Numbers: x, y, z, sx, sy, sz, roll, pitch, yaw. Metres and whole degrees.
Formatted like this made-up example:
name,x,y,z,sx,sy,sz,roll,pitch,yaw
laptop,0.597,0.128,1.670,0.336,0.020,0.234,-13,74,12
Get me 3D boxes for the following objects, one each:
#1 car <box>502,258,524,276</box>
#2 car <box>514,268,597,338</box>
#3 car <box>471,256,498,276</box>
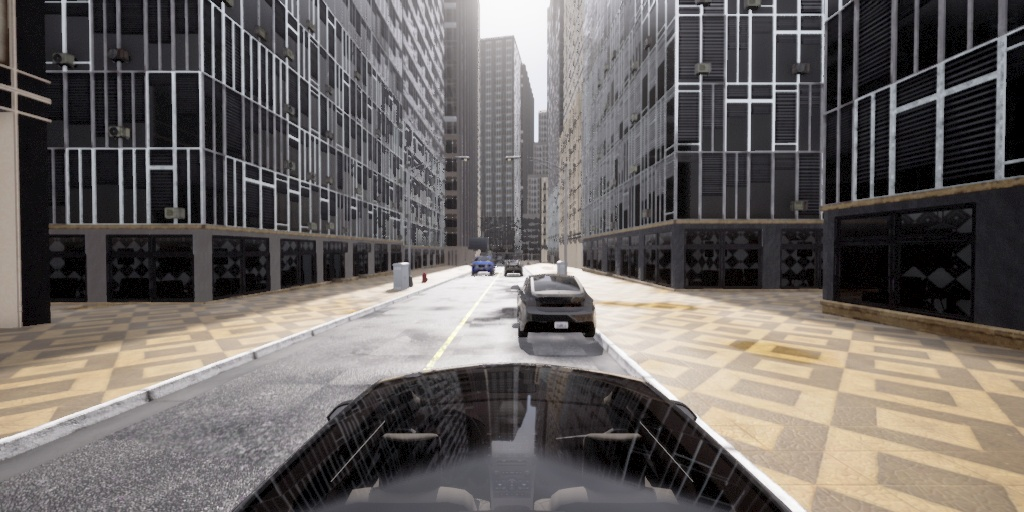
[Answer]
name,x,y,z,sx,sy,sz,roll,pitch,yaw
car,0.169,1.256,37.422,1.837,1.490,4.892,0,0,0
car,1.073,1.253,10.183,1.837,1.490,4.892,0,0,0
car,-3.001,0.972,38.017,2.150,2.045,5.566,0,0,0
